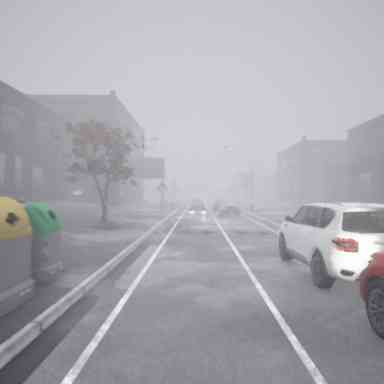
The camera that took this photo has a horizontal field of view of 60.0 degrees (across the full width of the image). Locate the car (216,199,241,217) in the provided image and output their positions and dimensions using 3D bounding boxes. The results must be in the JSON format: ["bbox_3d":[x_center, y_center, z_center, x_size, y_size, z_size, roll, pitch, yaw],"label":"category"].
[{"bbox_3d":[3.579,1.593,31.840,1.812,1.442,4.674,1,0,1],"label":"car"}]

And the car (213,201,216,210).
[{"bbox_3d":[3.735,1.620,42.757,1.994,1.385,4.181,1,0,1],"label":"car"}]

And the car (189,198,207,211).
[{"bbox_3d":[0.700,1.534,41.454,1.837,1.490,4.892,1,0,1],"label":"car"}]

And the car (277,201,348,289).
[{"bbox_3d":[4.040,1.276,9.418,2.150,2.045,5.566,1,0,1],"label":"car"}]

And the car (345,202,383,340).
[{"bbox_3d":[3.934,1.265,3.418,2.150,2.045,5.566,1,0,1],"label":"car"}]
